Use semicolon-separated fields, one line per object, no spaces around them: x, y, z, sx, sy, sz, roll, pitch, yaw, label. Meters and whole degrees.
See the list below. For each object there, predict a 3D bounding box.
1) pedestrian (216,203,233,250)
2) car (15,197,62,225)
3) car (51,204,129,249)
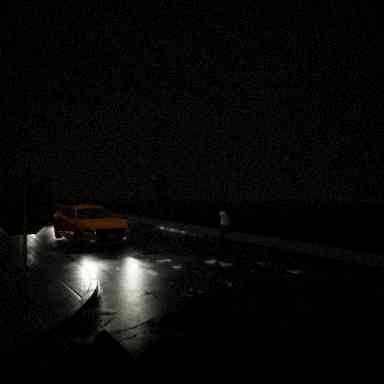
1.203;1.196;12.348;0.375;1.860;0.375;1;-1;-36;pedestrian
-10.390;1.165;22.255;1.882;1.535;5.008;0;1;-36;car
-4.346;1.298;13.942;1.882;1.535;5.008;0;0;-36;car
